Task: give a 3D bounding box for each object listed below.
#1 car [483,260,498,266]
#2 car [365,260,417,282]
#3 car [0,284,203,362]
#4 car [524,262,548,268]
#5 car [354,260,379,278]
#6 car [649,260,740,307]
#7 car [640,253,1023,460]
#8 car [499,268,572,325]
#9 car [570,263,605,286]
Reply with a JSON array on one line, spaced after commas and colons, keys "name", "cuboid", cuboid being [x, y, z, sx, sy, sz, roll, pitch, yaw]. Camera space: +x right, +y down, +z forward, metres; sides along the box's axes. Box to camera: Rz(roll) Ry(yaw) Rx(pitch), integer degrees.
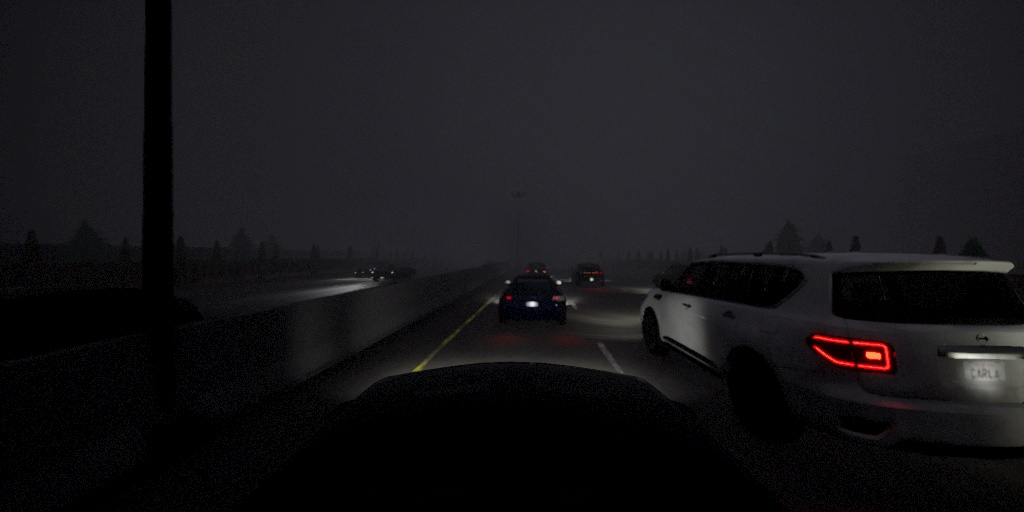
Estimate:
[{"name": "car", "cuboid": [-3.213, 1.206, 54.358, 1.895, 1.301, 4.718, 0, -1, 5]}, {"name": "car", "cuboid": [-8.903, 1.215, 27.216, 1.895, 1.301, 4.718, 0, 0, 5]}, {"name": "car", "cuboid": [-6.950, 1.209, 4.867, 1.837, 1.490, 4.892, 0, 0, 2]}, {"name": "car", "cuboid": [1.999, 1.207, 29.599, 2.033, 1.411, 5.357, 0, 0, 4]}, {"name": "car", "cuboid": [-12.053, 1.087, 31.824, 1.837, 1.490, 4.892, 0, 0, 5]}, {"name": "car", "cuboid": [8.022, 1.089, 16.374, 2.097, 1.767, 4.553, 0, 0, 4]}, {"name": "car", "cuboid": [3.770, 0.977, 5.460, 2.150, 2.045, 5.566, 0, 0, 2]}, {"name": "car", "cuboid": [0.685, 1.281, 11.799, 1.994, 1.385, 4.181, 0, 0, 4]}, {"name": "car", "cuboid": [5.136, 1.198, 24.688, 1.837, 1.490, 4.892, 0, 0, 4]}]
